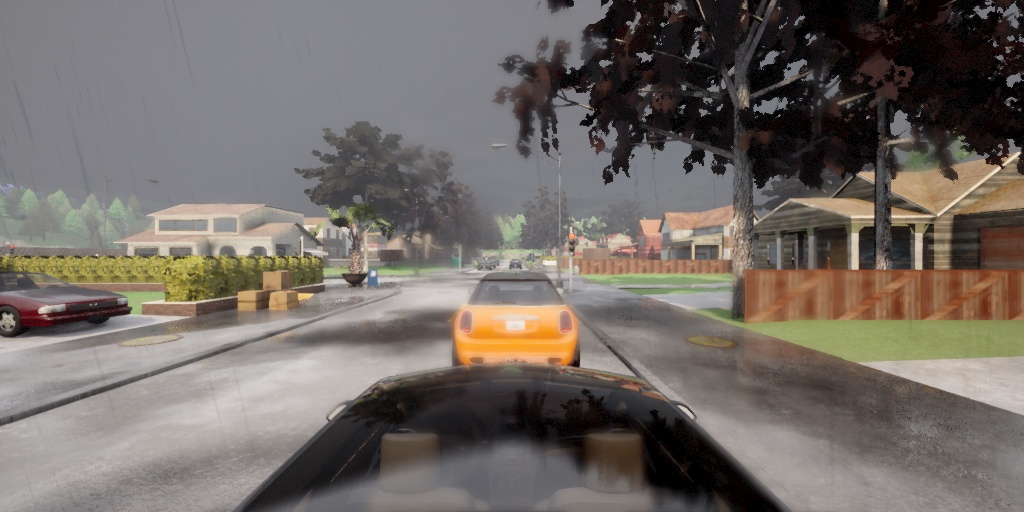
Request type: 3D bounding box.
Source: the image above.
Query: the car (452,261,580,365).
[{"bbox_3d":[0.096,1.102,7.713,2.097,1.767,4.553,0,0,1],"label":"car"}]

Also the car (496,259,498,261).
[{"bbox_3d":[-3.600,1.241,59.260,2.128,1.511,4.902,0,0,1],"label":"car"}]

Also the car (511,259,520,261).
[{"bbox_3d":[0.563,1.275,56.598,1.812,1.442,4.674,0,0,1],"label":"car"}]

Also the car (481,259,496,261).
[{"bbox_3d":[-3.692,1.255,49.920,1.837,1.490,4.892,0,0,1],"label":"car"}]

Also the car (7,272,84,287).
[{"bbox_3d":[-33.801,1.314,26.594,4.181,1.385,1.994,0,0,1],"label":"car"}]

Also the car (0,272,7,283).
[{"bbox_3d":[-44.655,1.314,30.885,4.181,1.385,1.994,0,0,1],"label":"car"}]
